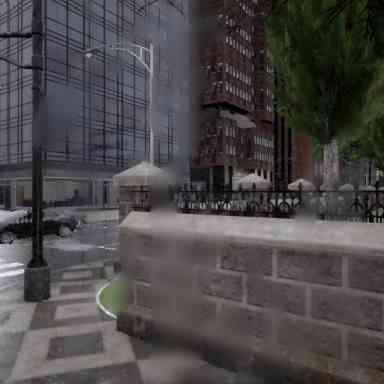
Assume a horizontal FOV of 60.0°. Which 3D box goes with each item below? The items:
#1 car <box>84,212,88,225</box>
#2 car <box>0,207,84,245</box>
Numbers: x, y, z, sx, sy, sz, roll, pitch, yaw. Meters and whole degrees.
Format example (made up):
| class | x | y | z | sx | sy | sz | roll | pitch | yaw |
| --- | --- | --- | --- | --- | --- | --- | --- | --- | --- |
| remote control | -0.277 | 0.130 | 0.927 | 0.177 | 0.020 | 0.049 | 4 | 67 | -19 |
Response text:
| class | x | y | z | sx | sy | sz | roll | pitch | yaw |
| --- | --- | --- | --- | --- | --- | --- | --- | --- | --- |
| car | -8.431 | 1.631 | 20.209 | 2.008 | 1.369 | 4.403 | 0 | -1 | 36 |
| car | -7.953 | 1.565 | 16.122 | 1.837 | 1.490 | 4.892 | 0 | 0 | 33 |
